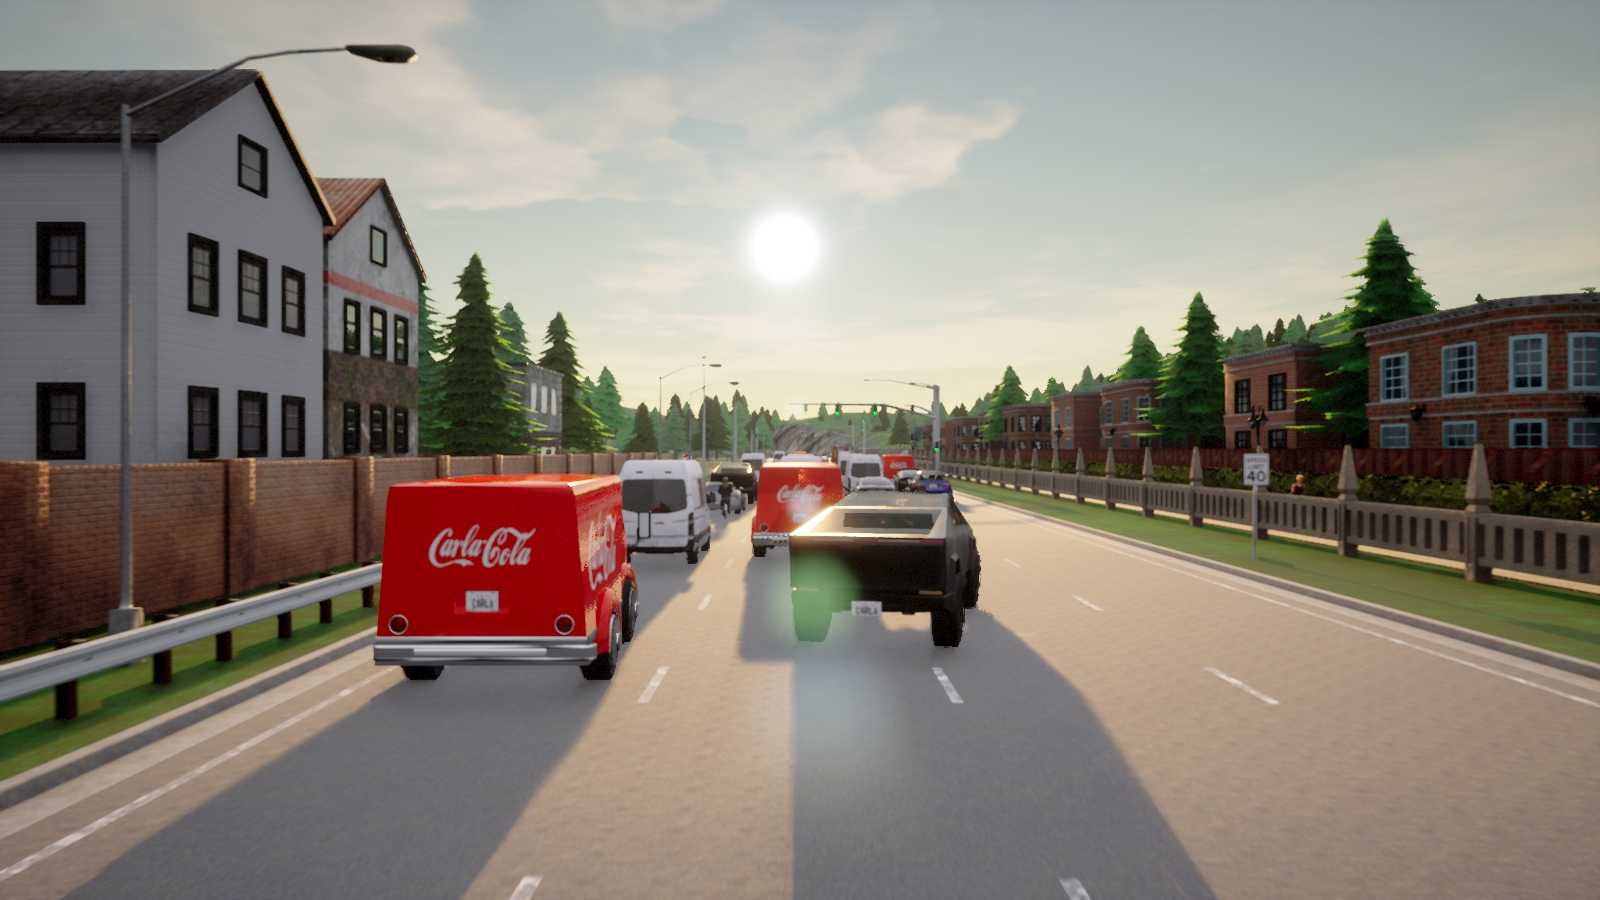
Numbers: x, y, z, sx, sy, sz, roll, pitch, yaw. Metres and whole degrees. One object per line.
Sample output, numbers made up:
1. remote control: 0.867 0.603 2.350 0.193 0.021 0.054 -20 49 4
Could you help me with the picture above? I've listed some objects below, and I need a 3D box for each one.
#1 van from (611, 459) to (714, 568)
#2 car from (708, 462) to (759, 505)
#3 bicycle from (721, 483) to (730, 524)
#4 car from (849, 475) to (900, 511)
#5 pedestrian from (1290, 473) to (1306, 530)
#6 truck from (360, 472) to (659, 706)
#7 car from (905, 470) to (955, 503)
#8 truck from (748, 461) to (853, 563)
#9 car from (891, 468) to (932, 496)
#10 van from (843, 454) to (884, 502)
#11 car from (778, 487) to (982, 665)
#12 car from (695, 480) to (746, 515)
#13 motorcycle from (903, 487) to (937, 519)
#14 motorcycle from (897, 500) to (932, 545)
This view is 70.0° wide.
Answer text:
1. van: -3.494 1.532 30.150 1.988 2.561 5.915 0 0 0
2. car: -3.478 1.749 61.023 2.390 2.098 6.274 0 0 0
3. bicycle: -2.886 2.057 44.177 0.329 1.471 1.835 0 0 -5
4. car: 3.518 2.030 54.815 2.097 1.535 5.006 0 0 0
5. pedestrian: 16.409 1.698 37.666 0.375 1.860 0.375 0 0 0
6. truck: -3.495 1.565 15.088 2.627 2.467 5.204 0 0 0
7. car: 7.019 1.962 62.168 2.242 1.667 4.611 0 0 0
8. truck: 0.011 1.573 31.268 2.627 2.467 5.204 0 1 0
9. car: 7.025 1.976 72.684 2.097 1.638 5.238 0 0 0
10. van: 3.539 1.530 64.597 1.988 2.561 5.915 0 0 0
11. car: 1.527 1.752 18.192 2.390 2.098 6.274 0 0 12
12. car: -3.521 2.114 51.236 1.994 1.385 4.181 0 0 0
13. motorcycle: 5.021 2.201 47.973 0.867 1.251 2.209 0 0 -10
14. motorcycle: 3.514 2.202 35.153 0.867 1.251 2.209 0 0 0
